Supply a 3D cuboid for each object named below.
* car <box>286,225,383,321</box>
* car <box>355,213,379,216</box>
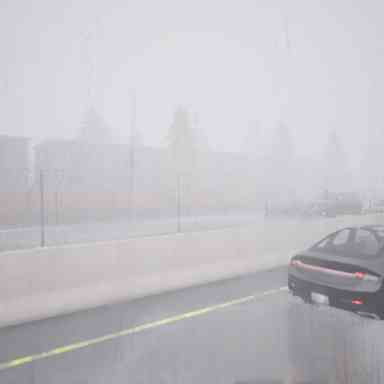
[{"bbox_3d":[3.957,1.405,6.567,4.902,1.511,2.128,-1,1,-35],"label":"car"},{"bbox_3d":[13.039,1.216,21.885,4.892,1.490,1.837,-1,0,-35],"label":"car"}]
